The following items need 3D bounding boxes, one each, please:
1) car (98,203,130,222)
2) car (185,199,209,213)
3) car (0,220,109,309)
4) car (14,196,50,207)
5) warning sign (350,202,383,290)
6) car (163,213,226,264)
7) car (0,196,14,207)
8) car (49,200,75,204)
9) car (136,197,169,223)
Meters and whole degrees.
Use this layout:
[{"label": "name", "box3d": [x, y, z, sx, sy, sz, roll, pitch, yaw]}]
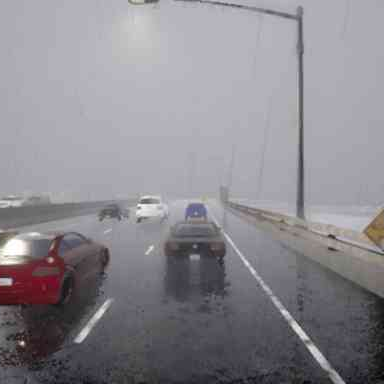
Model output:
[{"label": "car", "box3d": [-6.665, 1.699, 28.847, 1.837, 1.490, 4.892, 0, 0, 1]}, {"label": "car", "box3d": [0.363, 1.681, 30.239, 1.882, 1.535, 5.008, 0, 0, 1]}, {"label": "car", "box3d": [-3.417, 1.616, 8.081, 1.994, 1.385, 4.181, 0, 0, 1]}, {"label": "car", "box3d": [-20.530, 1.526, 43.784, 2.150, 2.045, 5.566, 0, 0, 2]}, {"label": "warning sign", "box3d": [4.551, 1.165, 7.641, 1.300, 1.860, 1.060, -1, -1, 0]}, {"label": "car", "box3d": [0.125, 1.679, 12.150, 1.895, 1.301, 4.718, 0, 0, 1]}, {"label": "car", "box3d": [-24.027, 1.527, 43.914, 2.150, 2.045, 5.566, 0, 0, 2]}, {"label": "car", "box3d": [-16.996, 1.914, 45.020, 1.895, 1.301, 4.718, 0, 0, 2]}, {"label": "car", "box3d": [-3.186, 1.406, 27.751, 2.150, 2.045, 5.566, 0, -1, 1]}]
